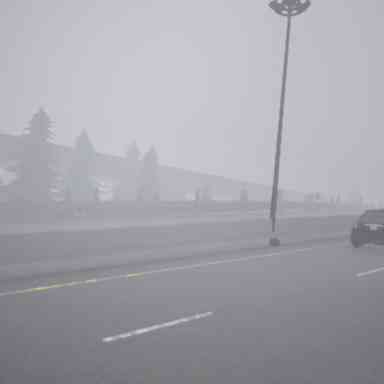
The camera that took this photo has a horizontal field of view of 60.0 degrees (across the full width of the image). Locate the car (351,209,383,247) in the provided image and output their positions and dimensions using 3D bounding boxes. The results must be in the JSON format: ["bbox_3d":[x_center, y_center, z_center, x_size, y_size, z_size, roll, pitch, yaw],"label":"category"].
[{"bbox_3d":[9.034,1.510,14.621,4.553,1.767,2.097,1,-1,-35],"label":"car"}]
